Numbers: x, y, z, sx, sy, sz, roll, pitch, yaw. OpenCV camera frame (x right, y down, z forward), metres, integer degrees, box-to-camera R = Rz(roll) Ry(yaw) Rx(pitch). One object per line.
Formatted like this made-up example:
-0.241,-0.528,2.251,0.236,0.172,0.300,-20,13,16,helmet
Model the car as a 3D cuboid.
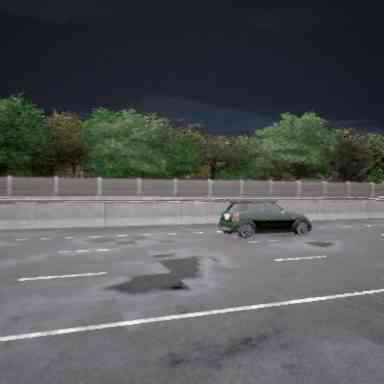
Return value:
3.648,1.239,16.522,4.553,1.767,2.097,0,0,-20,car
